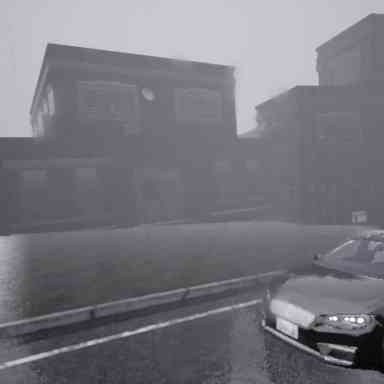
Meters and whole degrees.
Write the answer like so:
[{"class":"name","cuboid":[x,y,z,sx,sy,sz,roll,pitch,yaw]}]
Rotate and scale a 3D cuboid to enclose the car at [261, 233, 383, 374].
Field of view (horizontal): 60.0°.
[{"class":"car","cuboid":[3.360,1.491,5.521,4.902,1.511,2.128,0,0,-30]}]
